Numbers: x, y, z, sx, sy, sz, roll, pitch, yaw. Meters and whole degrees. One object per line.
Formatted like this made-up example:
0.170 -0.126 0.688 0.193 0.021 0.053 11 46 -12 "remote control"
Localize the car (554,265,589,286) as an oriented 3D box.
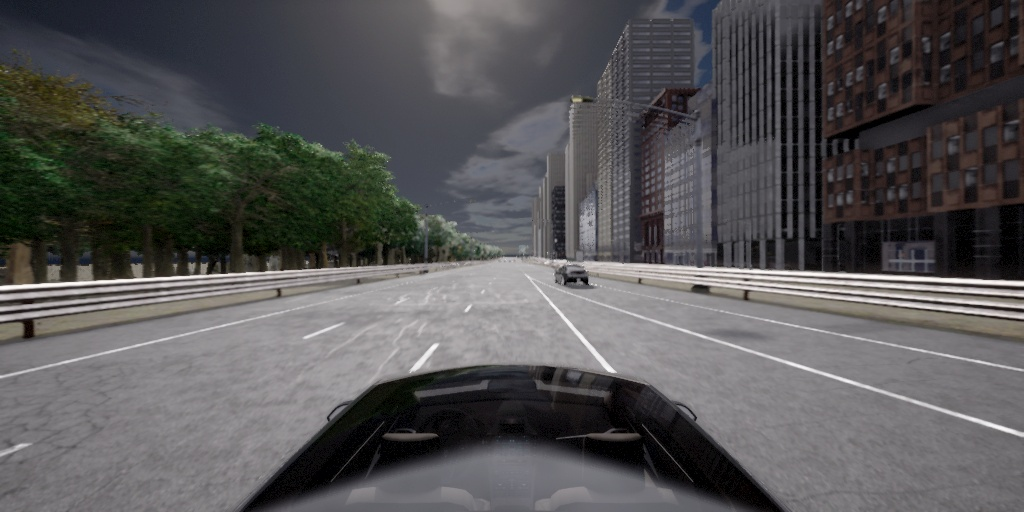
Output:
4.447 1.429 27.360 1.837 1.490 4.892 -1 0 -5 "car"
